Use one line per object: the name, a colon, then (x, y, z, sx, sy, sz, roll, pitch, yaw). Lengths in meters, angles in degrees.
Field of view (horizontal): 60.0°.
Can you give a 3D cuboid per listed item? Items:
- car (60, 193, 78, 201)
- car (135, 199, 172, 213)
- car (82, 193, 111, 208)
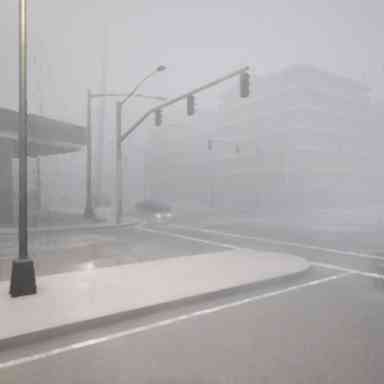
car: (-23.363, 1.211, 62.281, 1.812, 1.442, 4.674, 0, 0, -36)
car: (-4.324, 1.517, 36.334, 2.033, 1.411, 5.357, 0, 0, -36)
car: (-13.920, 1.191, 49.345, 2.150, 2.045, 5.566, 0, 0, -36)
